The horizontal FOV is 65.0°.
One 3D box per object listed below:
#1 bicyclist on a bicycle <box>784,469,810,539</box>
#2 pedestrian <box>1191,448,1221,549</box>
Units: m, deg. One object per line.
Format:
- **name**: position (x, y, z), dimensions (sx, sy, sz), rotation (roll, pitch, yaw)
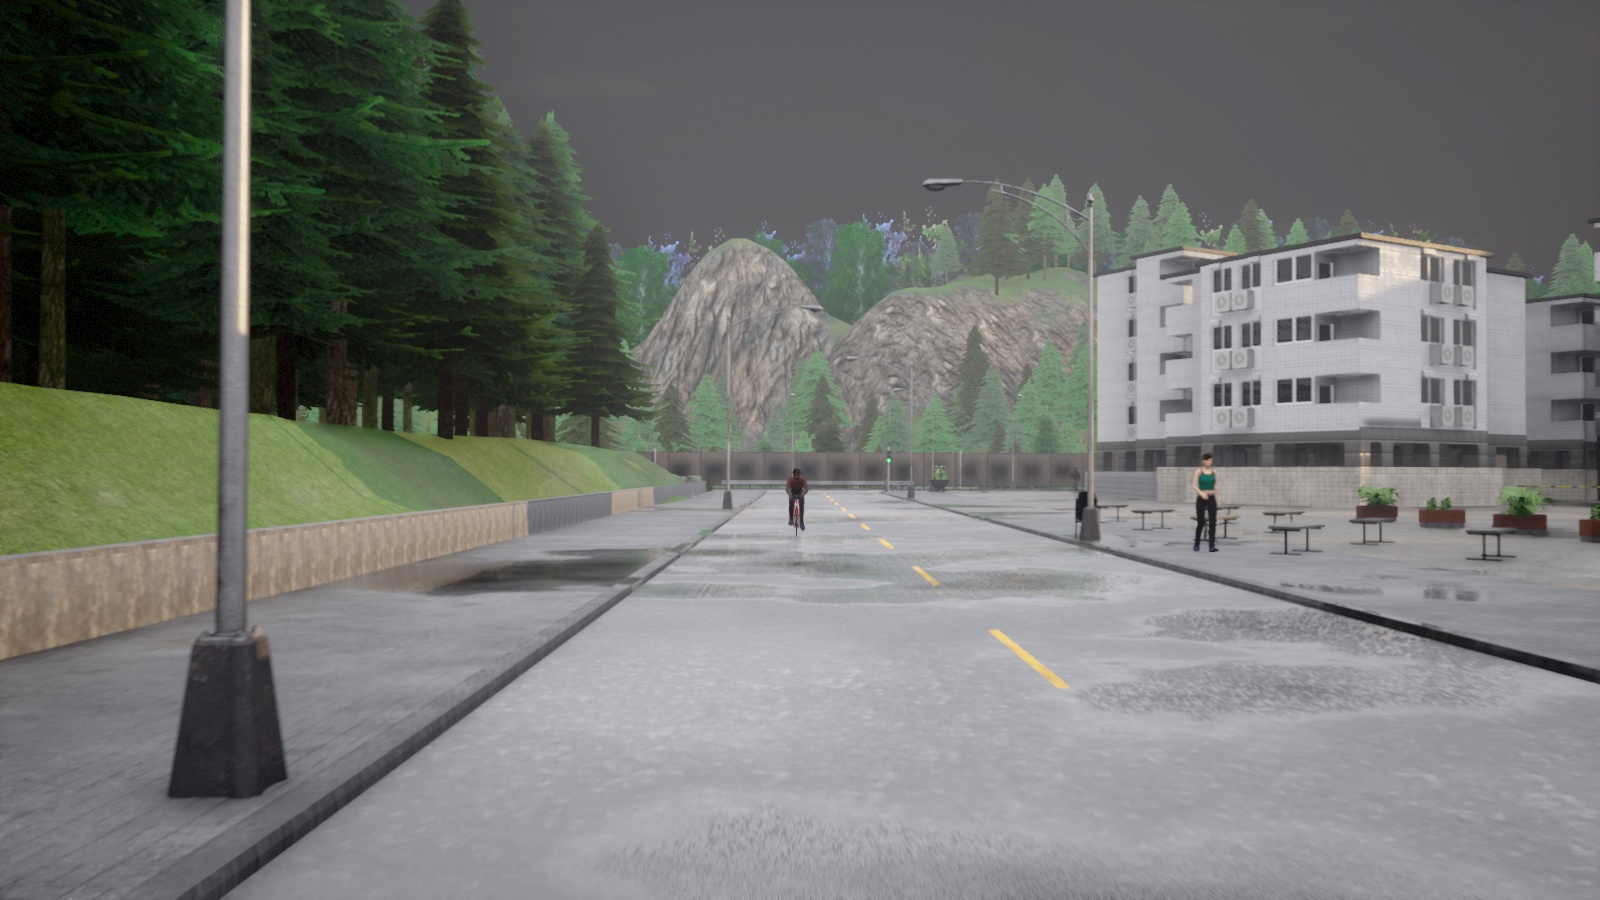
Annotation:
- **bicyclist on a bicycle**: position (-0.070, 1.269, 29.922), dimensions (0.582, 1.620, 1.656), rotation (0, -1, 0)
- **pedestrian**: position (7.448, 0.880, 23.029), dimensions (0.345, 1.836, 0.594), rotation (0, -1, 0)
